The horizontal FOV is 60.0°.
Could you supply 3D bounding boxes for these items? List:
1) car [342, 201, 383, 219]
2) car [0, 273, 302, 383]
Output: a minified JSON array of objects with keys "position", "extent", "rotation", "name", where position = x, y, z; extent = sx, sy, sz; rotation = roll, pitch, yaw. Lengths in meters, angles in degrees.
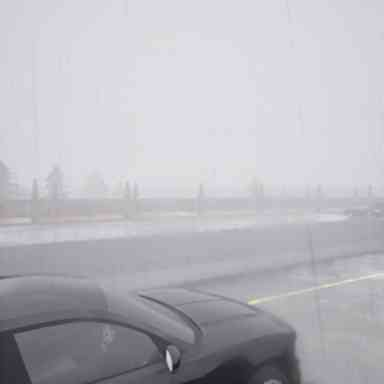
[{"position":[14.777,1.402,26.727],"extent":[5.357,1.411,2.033],"rotation":[0,0,-20],"name":"car"},{"position":[-1.213,1.453,2.651],"extent":[5.008,1.535,1.882],"rotation":[0,0,-35],"name":"car"}]
